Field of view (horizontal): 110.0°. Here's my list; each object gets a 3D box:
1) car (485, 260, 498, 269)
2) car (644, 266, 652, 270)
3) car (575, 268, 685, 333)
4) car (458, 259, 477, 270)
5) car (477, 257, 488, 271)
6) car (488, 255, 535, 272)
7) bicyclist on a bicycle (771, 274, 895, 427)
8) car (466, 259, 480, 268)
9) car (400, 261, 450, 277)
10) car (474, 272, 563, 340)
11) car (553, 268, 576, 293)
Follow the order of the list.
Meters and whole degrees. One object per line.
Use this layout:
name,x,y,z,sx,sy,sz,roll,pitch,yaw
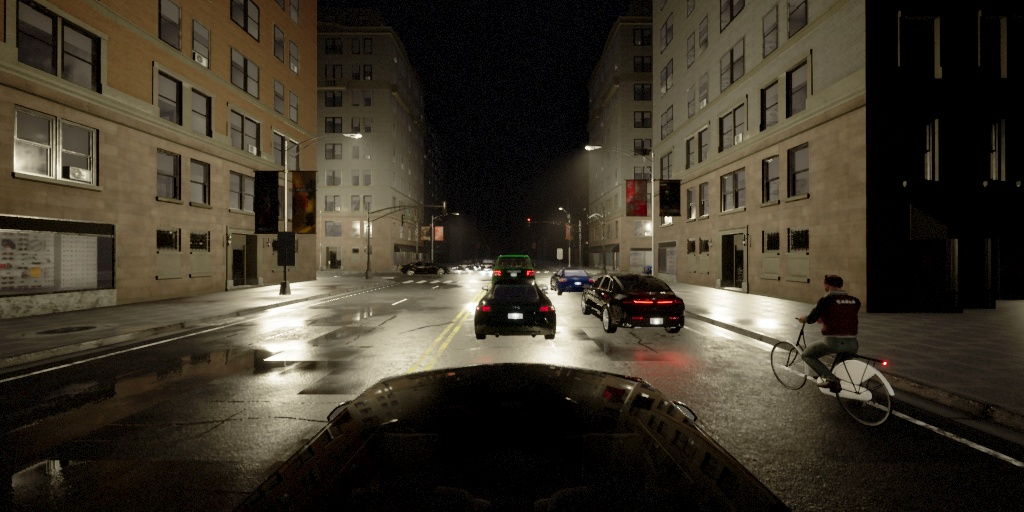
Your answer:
car,-3.396,1.369,60.255,1.895,1.301,4.718,0,0,0
car,16.363,1.289,37.584,5.008,1.535,1.882,0,0,0
car,3.336,1.256,10.693,1.837,1.490,4.892,0,0,0
car,-6.645,1.292,52.247,1.812,1.442,4.674,0,0,0
car,-3.397,1.257,50.991,2.128,1.511,4.902,0,0,0
car,0.079,0.975,19.440,2.150,2.045,5.566,0,0,0
bicyclist on a bicycle,4.140,1.121,4.829,0.659,1.776,1.843,0,0,0
car,-6.642,1.273,61.257,1.837,1.490,4.892,0,0,0
car,-8.655,1.258,35.799,4.892,1.490,1.837,0,1,-13
car,0.087,1.315,10.027,1.994,1.385,4.181,0,0,0
car,3.228,1.317,19.589,1.994,1.385,4.181,0,0,0
